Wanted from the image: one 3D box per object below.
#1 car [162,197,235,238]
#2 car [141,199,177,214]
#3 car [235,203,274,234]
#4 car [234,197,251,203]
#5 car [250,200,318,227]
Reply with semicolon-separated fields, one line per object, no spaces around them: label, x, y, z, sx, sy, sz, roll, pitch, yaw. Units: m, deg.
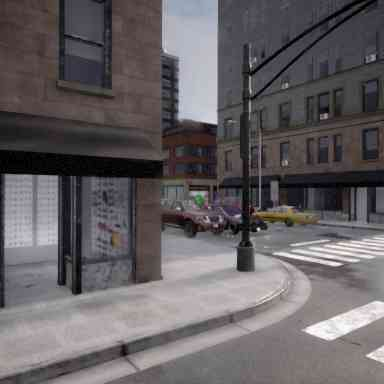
car;-0.323;1.286;17.905;2.192;1.841;5.009;0;0;-36
car;-3.682;1.531;36.427;1.887;1.381;4.507;0;0;-36
car;1.795;1.529;19.245;2.033;1.411;5.357;0;0;-38
car;2.916;1.314;27.182;2.192;1.841;5.009;0;0;-36
car;6.115;1.530;22.697;1.752;1.417;4.829;0;0;-36
